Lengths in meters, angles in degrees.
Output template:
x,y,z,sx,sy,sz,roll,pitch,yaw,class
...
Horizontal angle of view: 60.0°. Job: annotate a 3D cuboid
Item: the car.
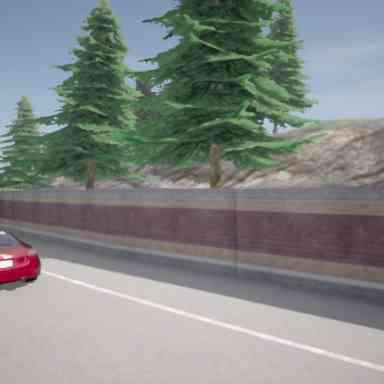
x,y,z,sx,sy,sz,roll,pitch,yaw,class
-5.724,1.577,8.684,4.181,1.385,1.994,0,0,40,car
